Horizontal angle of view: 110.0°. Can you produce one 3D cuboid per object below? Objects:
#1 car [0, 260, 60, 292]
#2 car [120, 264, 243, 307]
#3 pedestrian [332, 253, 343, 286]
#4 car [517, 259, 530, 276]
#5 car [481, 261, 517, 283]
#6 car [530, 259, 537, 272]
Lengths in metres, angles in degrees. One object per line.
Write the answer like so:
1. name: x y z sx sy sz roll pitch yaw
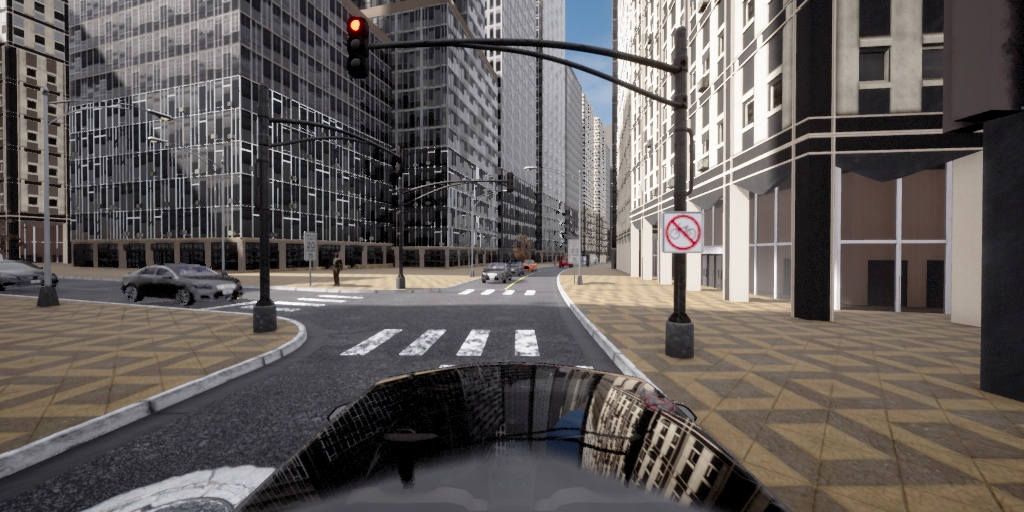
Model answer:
1. car: -25.183 0.951 17.940 4.674 1.442 1.812 1 1 17
2. car: -13.267 1.088 14.453 4.902 1.511 2.128 1 1 16
3. pedestrian: -9.523 0.716 19.461 0.375 1.860 0.375 0 0 16
4. car: 0.230 1.310 37.675 2.128 1.511 4.902 0 0 9
5. car: -1.116 1.275 28.193 2.128 1.511 4.902 0 0 7
6. car: 2.010 1.220 47.454 2.097 1.767 4.553 0 0 12
